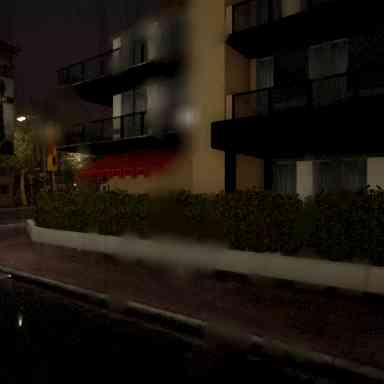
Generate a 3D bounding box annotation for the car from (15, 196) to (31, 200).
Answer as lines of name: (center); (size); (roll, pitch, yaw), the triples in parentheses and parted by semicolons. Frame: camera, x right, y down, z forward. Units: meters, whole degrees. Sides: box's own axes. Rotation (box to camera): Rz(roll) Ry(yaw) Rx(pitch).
car: (-35.696, 1.481, 67.692); (4.892, 1.521, 2.231); (0, 0, 36)
